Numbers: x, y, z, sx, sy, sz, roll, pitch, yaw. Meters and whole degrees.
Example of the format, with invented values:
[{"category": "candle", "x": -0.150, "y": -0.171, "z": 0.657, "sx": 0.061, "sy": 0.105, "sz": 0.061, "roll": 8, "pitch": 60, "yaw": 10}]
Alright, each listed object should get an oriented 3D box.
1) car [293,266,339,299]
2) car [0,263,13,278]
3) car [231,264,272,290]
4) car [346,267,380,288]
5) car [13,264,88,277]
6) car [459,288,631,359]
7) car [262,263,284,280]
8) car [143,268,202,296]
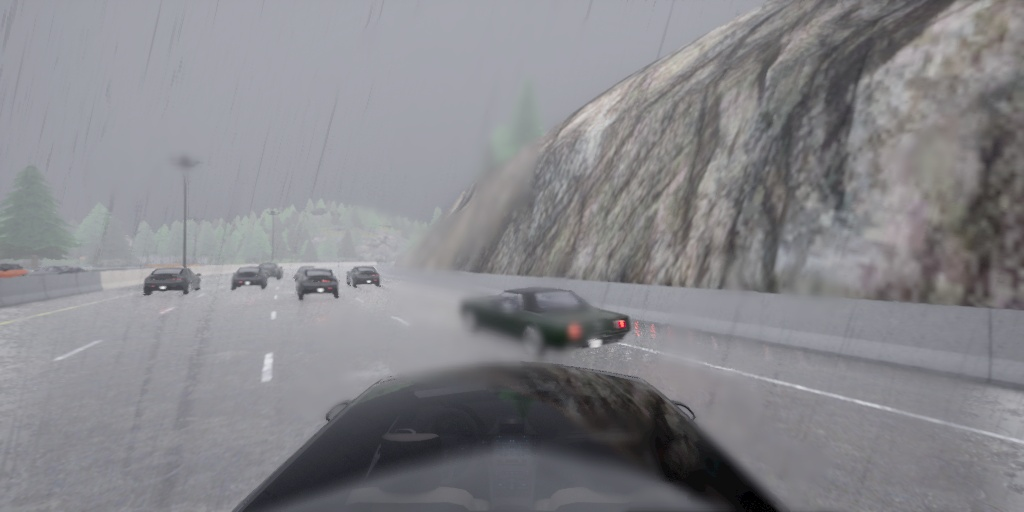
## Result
[{"category": "car", "x": -10.734, "y": 1.455, "z": 19.696, "sx": 1.837, "sy": 1.490, "sz": 4.892, "roll": 1, "pitch": -1, "yaw": -33}, {"category": "car", "x": -39.867, "y": 1.366, "z": 27.449, "sx": 2.097, "sy": 1.767, "sz": 4.553, "roll": 0, "pitch": -1, "yaw": -28}, {"category": "car", "x": -18.227, "y": 1.511, "z": 25.081, "sx": 1.837, "sy": 1.490, "sz": 4.892, "roll": 0, "pitch": -1, "yaw": -31}, {"category": "car", "x": -11.277, "y": 1.545, "z": 27.111, "sx": 1.837, "sy": 1.490, "sz": 4.892, "roll": 0, "pitch": -1, "yaw": -32}, {"category": "car", "x": -36.755, "y": 1.541, "z": 29.048, "sx": 2.128, "sy": 1.511, "sz": 4.902, "roll": 0, "pitch": -1, "yaw": -28}, {"category": "car", "x": 0.436, "y": 1.437, "z": 8.850, "sx": 1.895, "sy": 1.301, "sz": 4.718, "roll": 1, "pitch": -1, "yaw": -33}, {"category": "car", "x": -24.538, "y": 1.483, "z": 36.349, "sx": 2.097, "sy": 1.767, "sz": 4.553, "roll": 0, "pitch": -1, "yaw": -28}, {"category": "car", "x": -20.042, "y": 1.462, "z": 21.323, "sx": 1.837, "sy": 1.490, "sz": 4.892, "roll": 0, "pitch": -1, "yaw": -32}]
